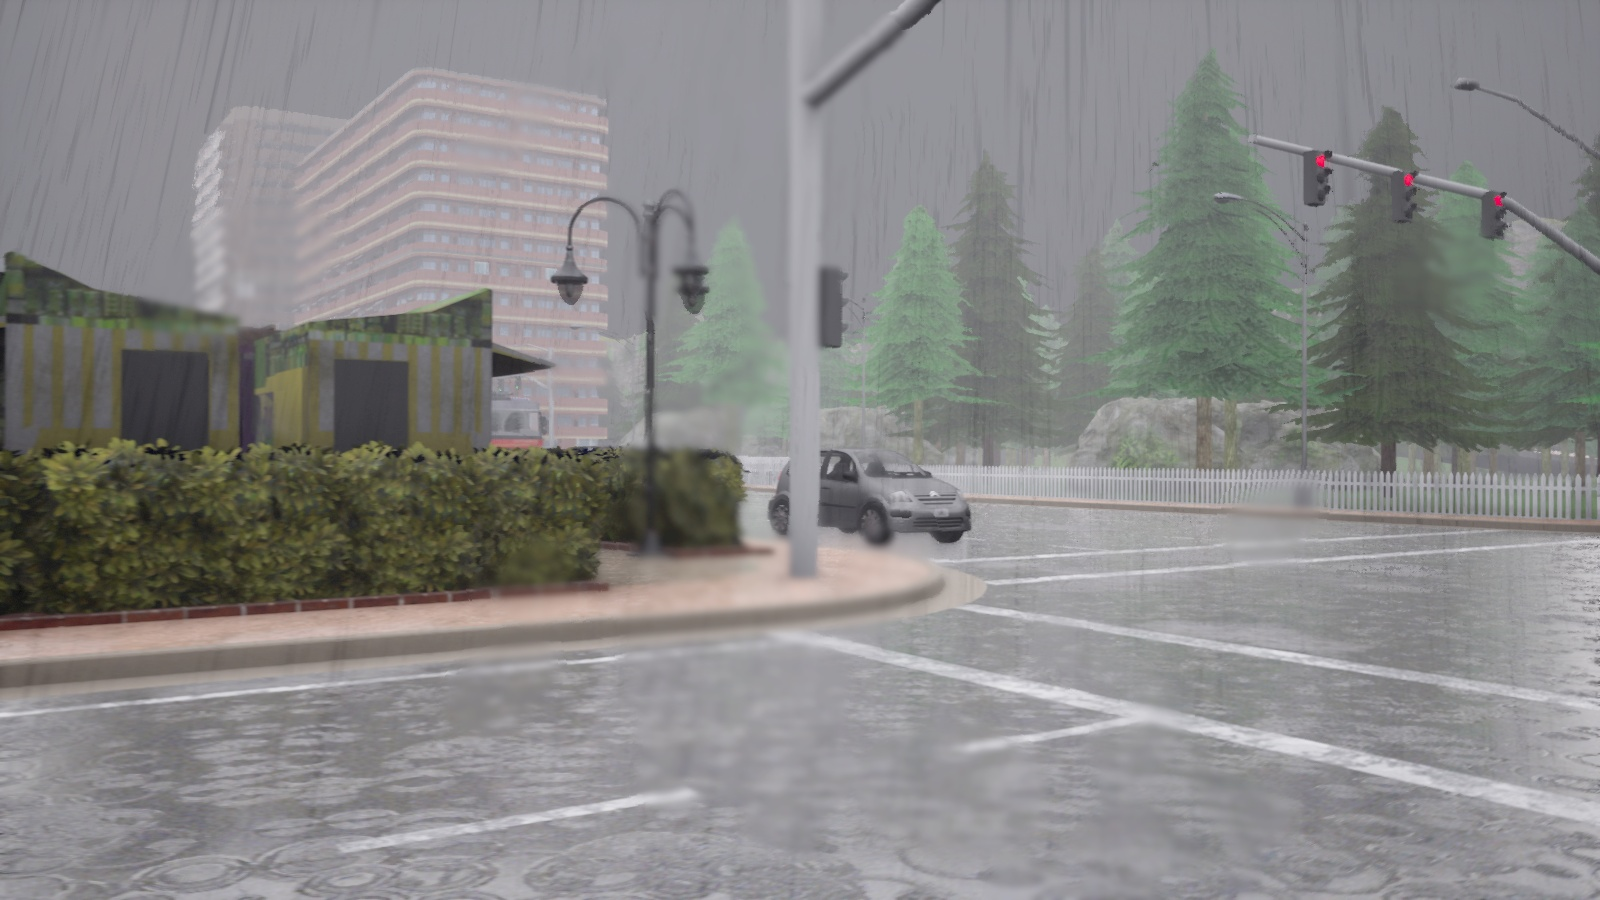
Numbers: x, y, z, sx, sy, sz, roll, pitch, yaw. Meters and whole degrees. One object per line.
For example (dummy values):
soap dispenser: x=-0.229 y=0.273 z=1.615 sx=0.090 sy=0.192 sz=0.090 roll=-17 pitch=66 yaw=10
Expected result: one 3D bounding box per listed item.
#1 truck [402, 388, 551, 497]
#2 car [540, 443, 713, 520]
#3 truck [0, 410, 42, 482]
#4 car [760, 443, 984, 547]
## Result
truck: x=-12.655 y=-0.252 z=48.525 sx=2.891 sy=3.827 sz=8.468 roll=0 pitch=0 yaw=-34
car: x=-4.187 y=0.686 z=29.697 sx=2.242 sy=1.667 sz=4.611 roll=0 pitch=0 yaw=-34
truck: x=-45.162 y=-0.223 z=66.499 sx=8.468 sy=3.827 sz=2.891 roll=0 pitch=0 yaw=-34
car: x=1.146 y=0.712 z=21.784 sx=1.851 sy=1.617 sz=3.988 roll=0 pitch=0 yaw=-34
